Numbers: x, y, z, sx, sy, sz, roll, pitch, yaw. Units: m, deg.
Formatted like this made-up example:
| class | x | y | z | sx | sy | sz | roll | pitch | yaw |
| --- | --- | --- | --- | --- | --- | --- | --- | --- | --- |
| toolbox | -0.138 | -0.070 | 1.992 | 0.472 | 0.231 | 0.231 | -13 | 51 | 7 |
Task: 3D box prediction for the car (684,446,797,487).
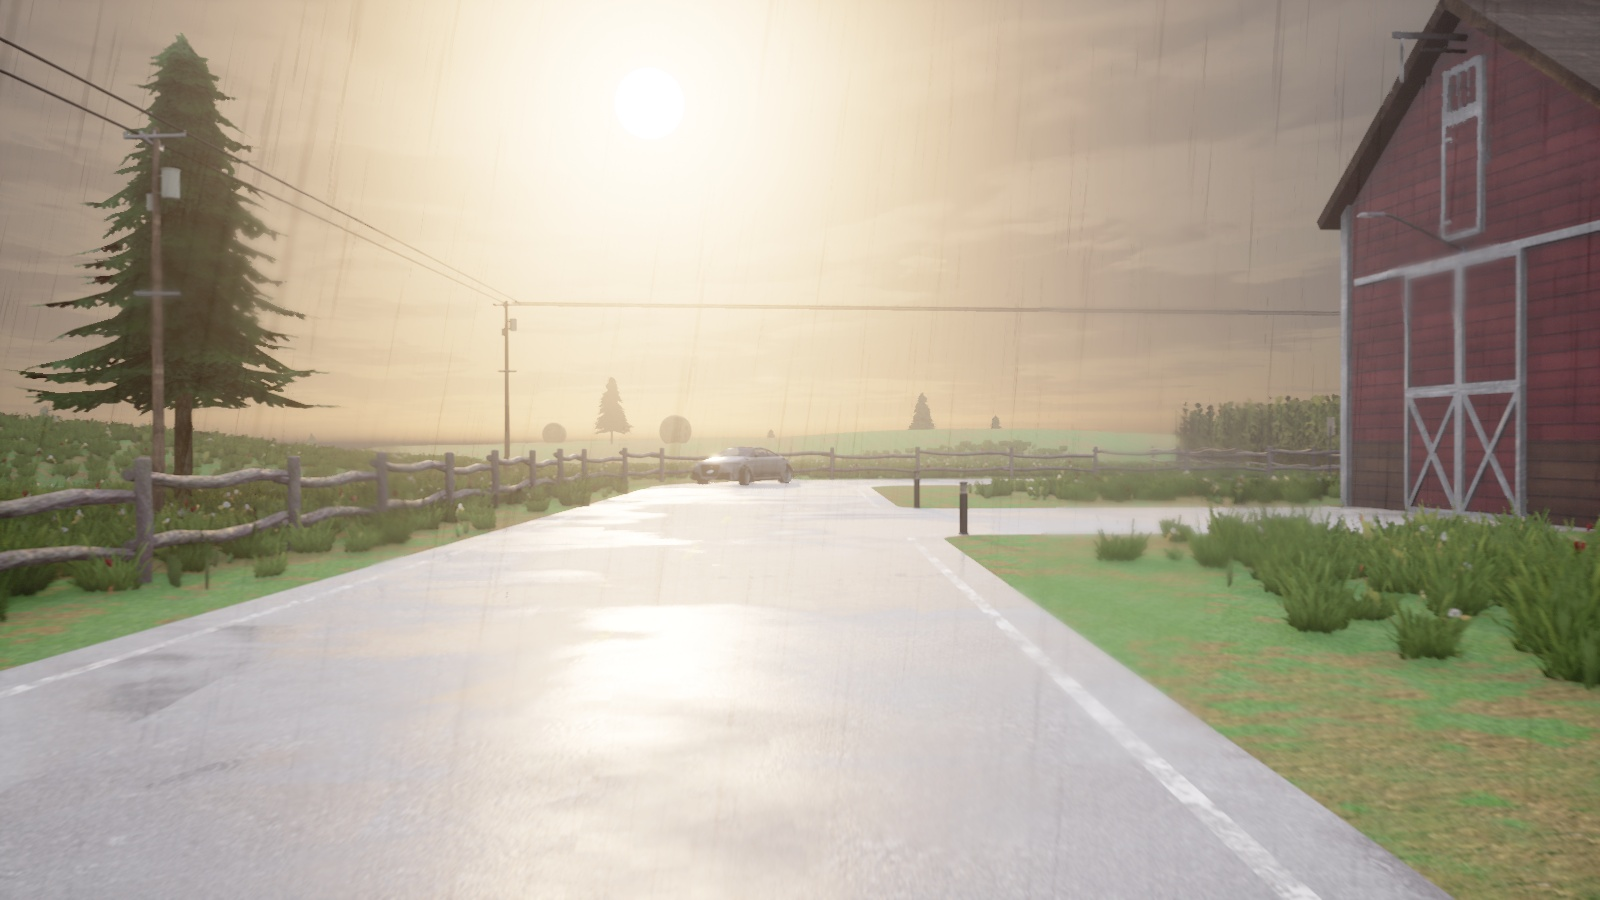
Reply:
| class | x | y | z | sx | sy | sz | roll | pitch | yaw |
| --- | --- | --- | --- | --- | --- | --- | --- | --- | --- |
| car | -2.069 | 0.556 | 44.744 | 1.994 | 1.385 | 4.181 | 0 | 0 | 32 |
